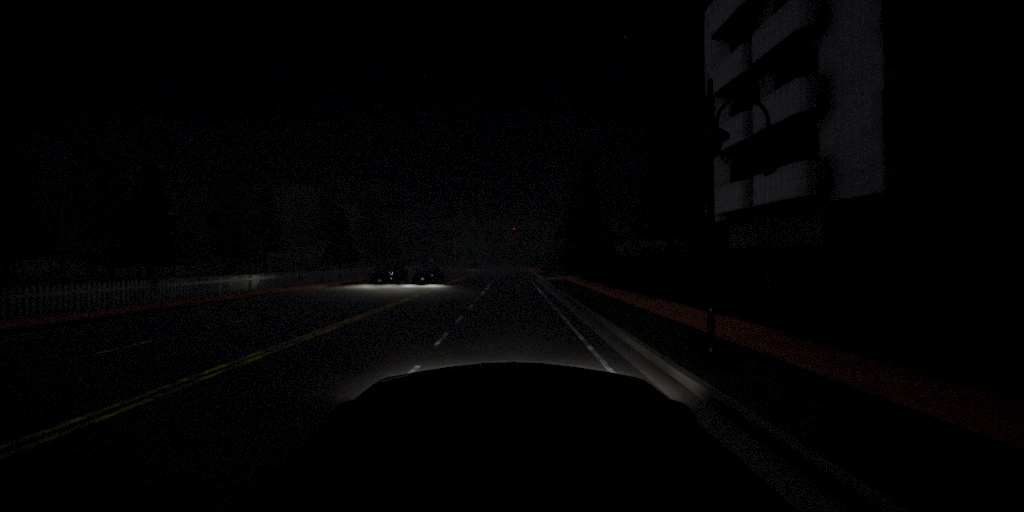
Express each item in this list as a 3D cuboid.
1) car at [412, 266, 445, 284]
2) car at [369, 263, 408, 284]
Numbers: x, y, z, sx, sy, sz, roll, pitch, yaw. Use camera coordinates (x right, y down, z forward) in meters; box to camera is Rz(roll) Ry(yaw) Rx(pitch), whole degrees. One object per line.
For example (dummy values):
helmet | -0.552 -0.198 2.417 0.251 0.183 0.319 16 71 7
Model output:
car | -6.992 1.548 30.356 1.812 1.442 4.674 0 -1 0
car | -10.490 1.374 30.659 2.097 1.767 4.553 0 0 0
